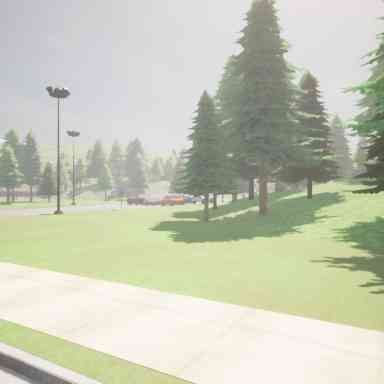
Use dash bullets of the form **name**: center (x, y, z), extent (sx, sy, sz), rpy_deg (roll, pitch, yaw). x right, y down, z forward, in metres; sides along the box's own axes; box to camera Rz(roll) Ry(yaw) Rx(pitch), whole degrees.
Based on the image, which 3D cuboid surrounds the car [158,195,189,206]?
- **car**: center (-3.055, 1.353, 54.893), extent (2.097, 1.767, 4.553), rpy_deg (0, 0, 32)

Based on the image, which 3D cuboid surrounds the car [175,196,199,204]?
- **car**: center (-0.948, 1.549, 65.218), extent (2.033, 1.411, 5.357), rpy_deg (0, 0, 31)

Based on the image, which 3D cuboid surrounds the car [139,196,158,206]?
- **car**: center (-6.259, 1.602, 56.365), extent (1.895, 1.301, 4.718), rpy_deg (0, 0, 32)

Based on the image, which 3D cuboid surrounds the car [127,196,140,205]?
- **car**: center (-9.280, 1.493, 58.138), extent (2.128, 1.511, 4.902), rpy_deg (0, 0, 32)

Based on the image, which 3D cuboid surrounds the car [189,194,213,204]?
- **car**: center (2.060, 1.223, 63.428), extent (2.150, 2.045, 5.566), rpy_deg (0, 0, 31)

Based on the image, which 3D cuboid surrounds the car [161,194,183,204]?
- **car**: center (-3.955, 1.354, 67.008), extent (2.097, 1.767, 4.553), rpy_deg (0, 0, 31)
